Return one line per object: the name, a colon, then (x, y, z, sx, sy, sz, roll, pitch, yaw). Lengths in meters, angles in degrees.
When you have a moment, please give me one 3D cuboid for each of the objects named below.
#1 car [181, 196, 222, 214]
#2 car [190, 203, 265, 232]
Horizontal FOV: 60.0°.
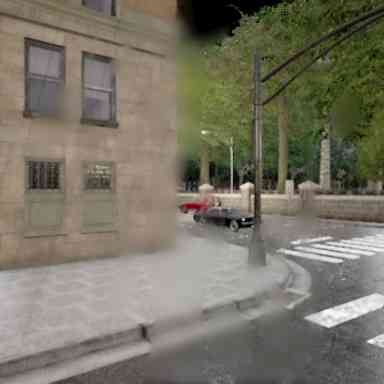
car: (0.891, 1.262, 32.025, 2.192, 1.841, 5.009, 0, 0, -35)
car: (2.136, 1.569, 20.082, 1.895, 1.301, 4.718, 0, 0, -35)
